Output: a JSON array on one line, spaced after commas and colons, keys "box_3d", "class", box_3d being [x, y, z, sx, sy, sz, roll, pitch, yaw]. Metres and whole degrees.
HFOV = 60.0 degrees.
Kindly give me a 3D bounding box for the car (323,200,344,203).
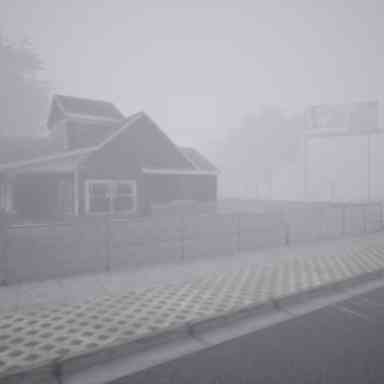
[{"box_3d": [12.006, 1.380, 27.617, 1.895, 1.301, 4.718, -1, 1, -35], "class": "car"}]
